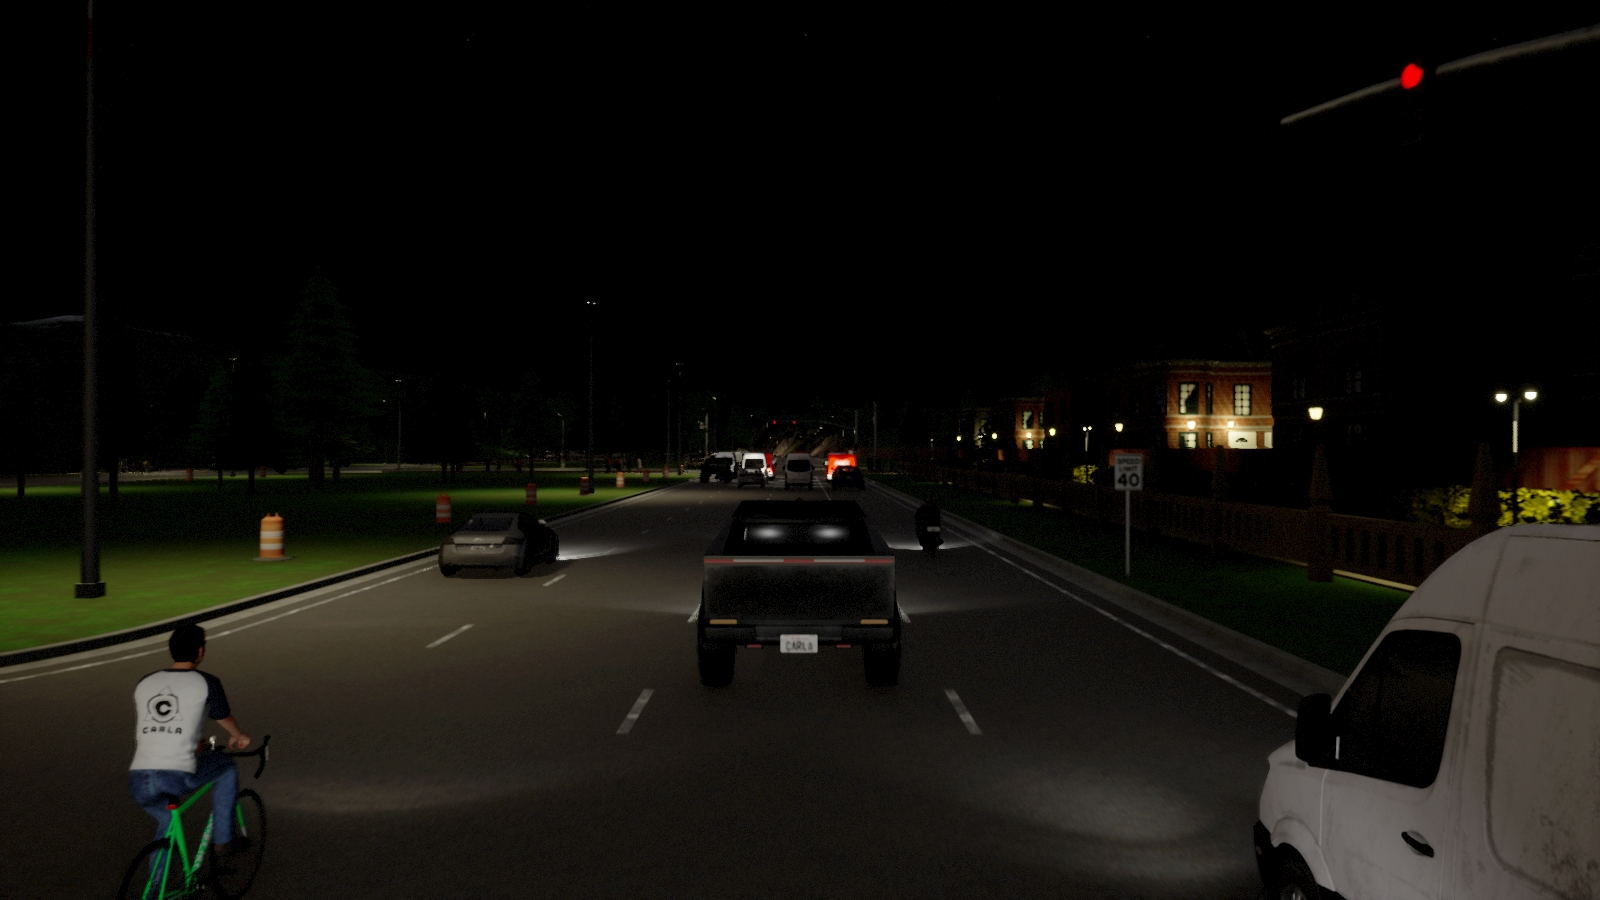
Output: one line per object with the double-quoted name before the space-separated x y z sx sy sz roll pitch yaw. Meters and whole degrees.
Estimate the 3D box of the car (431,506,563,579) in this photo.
"car" -7.025 2.113 26.937 1.994 1.385 4.181 0 0 0

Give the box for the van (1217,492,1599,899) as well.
"van" 3.493 1.533 3.893 1.988 2.561 5.915 0 0 0

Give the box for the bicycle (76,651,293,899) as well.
"bicycle" -3.504 2.055 6.649 0.373 1.496 1.643 0 0 0

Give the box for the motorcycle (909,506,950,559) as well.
"motorcycle" 3.471 2.199 30.782 0.867 1.251 2.209 0 0 0

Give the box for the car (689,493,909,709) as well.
"car" -0.014 1.750 15.513 2.390 2.098 6.274 0 0 0
